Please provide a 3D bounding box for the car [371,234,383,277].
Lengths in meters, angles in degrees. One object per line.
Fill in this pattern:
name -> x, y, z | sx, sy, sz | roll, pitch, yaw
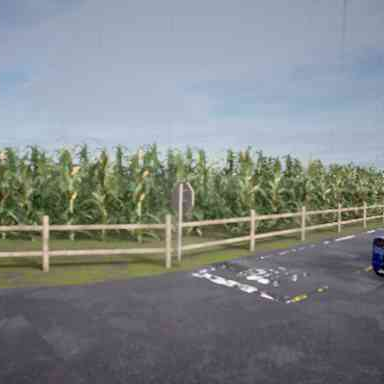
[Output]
car -> 6.524, 1.413, 8.914 | 5.008, 1.535, 1.882 | 0, 1, -43
